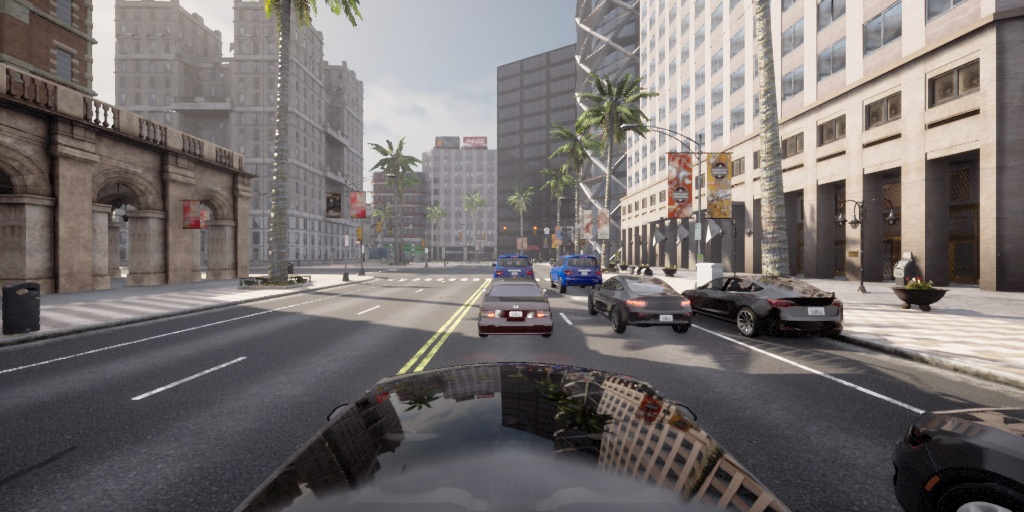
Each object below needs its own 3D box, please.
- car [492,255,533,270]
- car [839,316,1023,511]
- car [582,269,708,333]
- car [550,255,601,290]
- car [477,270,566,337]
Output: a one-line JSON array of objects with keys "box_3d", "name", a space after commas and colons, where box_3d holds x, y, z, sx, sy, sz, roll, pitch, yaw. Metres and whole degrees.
[{"box_3d": [0.048, 0.971, 20.467, 2.150, 2.045, 5.566, 0, 0, -2], "name": "car"}, {"box_3d": [3.600, 1.255, 0.462, 1.837, 1.490, 4.892, 0, 0, 0], "name": "car"}, {"box_3d": [3.564, 1.276, 10.637, 1.812, 1.442, 4.674, 0, 0, -1], "name": "car"}, {"box_3d": [3.547, 0.971, 20.601, 2.150, 2.045, 5.566, 0, 0, -2], "name": "car"}, {"box_3d": [0.070, 1.297, 10.248, 2.033, 1.411, 5.357, 0, 0, 0], "name": "car"}]
